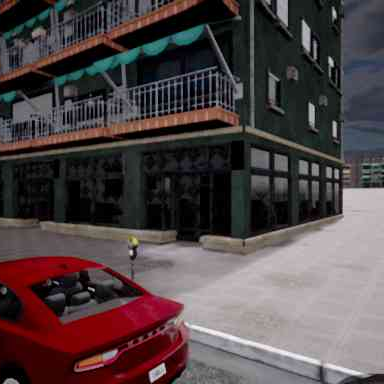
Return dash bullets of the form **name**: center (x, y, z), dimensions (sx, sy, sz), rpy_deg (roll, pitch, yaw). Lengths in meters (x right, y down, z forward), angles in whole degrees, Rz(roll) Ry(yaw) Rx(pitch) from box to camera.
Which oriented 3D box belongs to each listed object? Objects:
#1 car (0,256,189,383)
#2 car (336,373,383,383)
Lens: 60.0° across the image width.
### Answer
- **car**: center (-2.138, 1.541, 4.389), dimensions (4.507, 1.381, 1.887), rpy_deg (0, 0, 35)
- **car**: center (2.460, 1.567, 1.129), dimensions (4.313, 1.339, 1.947), rpy_deg (0, 0, 35)
